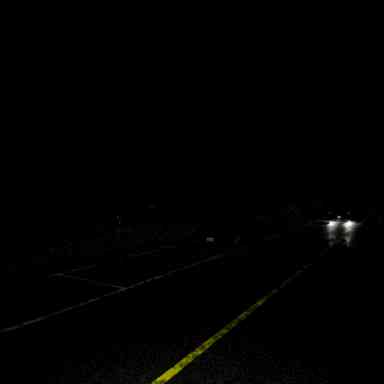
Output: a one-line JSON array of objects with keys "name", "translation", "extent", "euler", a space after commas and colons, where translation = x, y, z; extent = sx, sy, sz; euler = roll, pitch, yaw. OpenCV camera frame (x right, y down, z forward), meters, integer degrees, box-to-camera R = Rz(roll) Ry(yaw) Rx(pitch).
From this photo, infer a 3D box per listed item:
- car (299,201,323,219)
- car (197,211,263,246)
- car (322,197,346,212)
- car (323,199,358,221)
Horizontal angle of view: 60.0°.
[{"name": "car", "translation": [10.702, 1.583, 29.454], "extent": [1.802, 1.307, 4.206], "euler": [0, 0, 32]}, {"name": "car", "translation": [1.897, 1.566, 15.411], "extent": [1.947, 1.339, 4.313], "euler": [0, 0, 32]}, {"name": "car", "translation": [16.573, 1.442, 38.816], "extent": [1.967, 1.590, 4.097], "euler": [0, 0, 32]}, {"name": "car", "translation": [12.769, 1.549, 27.907], "extent": [2.033, 1.411, 5.357], "euler": [0, 0, 32]}]
